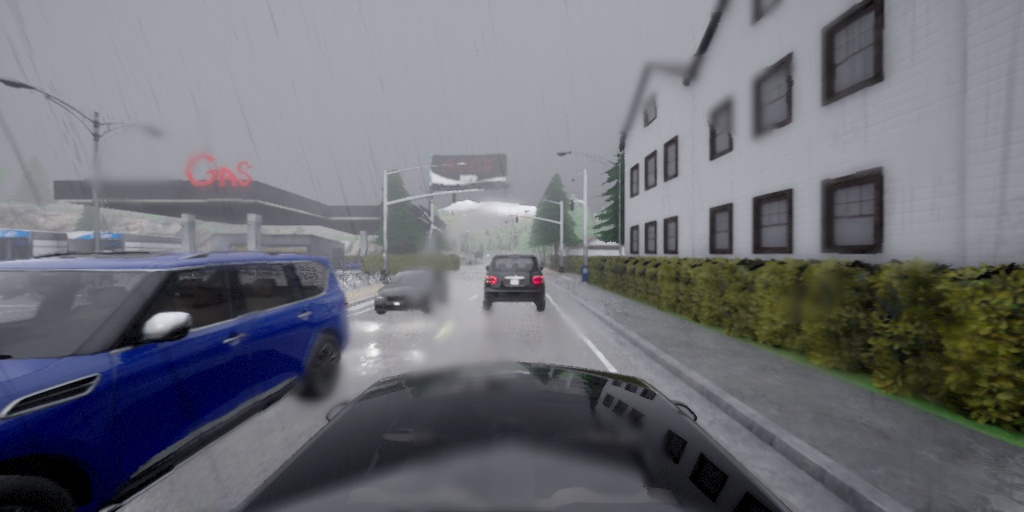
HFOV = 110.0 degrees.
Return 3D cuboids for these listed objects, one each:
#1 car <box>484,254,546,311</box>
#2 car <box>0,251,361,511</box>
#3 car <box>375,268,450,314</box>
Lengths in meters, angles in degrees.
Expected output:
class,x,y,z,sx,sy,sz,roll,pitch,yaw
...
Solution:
class,x,y,z,sx,sy,sz,roll,pitch,yaw
car,0.102,0.934,14.287,2.150,2.045,5.566,0,0,0
car,-3.596,0.966,3.422,2.150,2.045,5.566,0,0,0
car,-3.560,1.219,13.586,1.837,1.490,4.892,0,0,0
